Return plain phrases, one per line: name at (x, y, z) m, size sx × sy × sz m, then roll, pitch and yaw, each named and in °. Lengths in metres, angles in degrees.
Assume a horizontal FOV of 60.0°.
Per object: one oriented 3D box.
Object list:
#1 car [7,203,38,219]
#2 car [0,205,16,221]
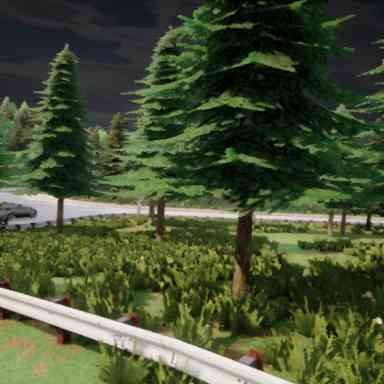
car at (-15.544, 1.709, 29.018) m, size 1.994 × 1.385 × 4.181 m, roll 4°, pitch 1°, yaw 16°
car at (-14.032, 1.824, 21.659) m, size 1.812 × 1.442 × 4.674 m, roll 4°, pitch 0°, yaw 6°
